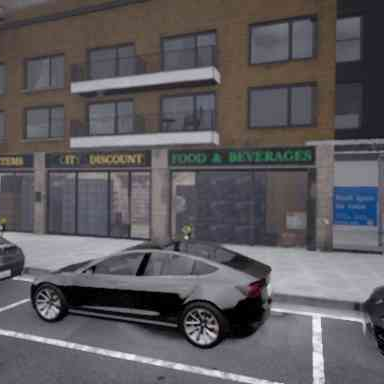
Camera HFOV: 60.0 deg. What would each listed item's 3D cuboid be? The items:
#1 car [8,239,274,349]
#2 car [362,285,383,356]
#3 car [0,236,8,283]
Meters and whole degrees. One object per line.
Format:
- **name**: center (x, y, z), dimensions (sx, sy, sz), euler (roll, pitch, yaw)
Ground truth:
- **car**: center (-0.754, 1.535, 5.895), dimensions (4.313, 1.339, 1.947), euler (0, 1, 20)
- **car**: center (4.503, 1.560, 4.009), dimensions (4.313, 1.339, 1.947), euler (0, 1, 20)
- **car**: center (-6.012, 1.495, 7.781), dimensions (4.403, 1.369, 2.008), euler (0, 1, 20)
